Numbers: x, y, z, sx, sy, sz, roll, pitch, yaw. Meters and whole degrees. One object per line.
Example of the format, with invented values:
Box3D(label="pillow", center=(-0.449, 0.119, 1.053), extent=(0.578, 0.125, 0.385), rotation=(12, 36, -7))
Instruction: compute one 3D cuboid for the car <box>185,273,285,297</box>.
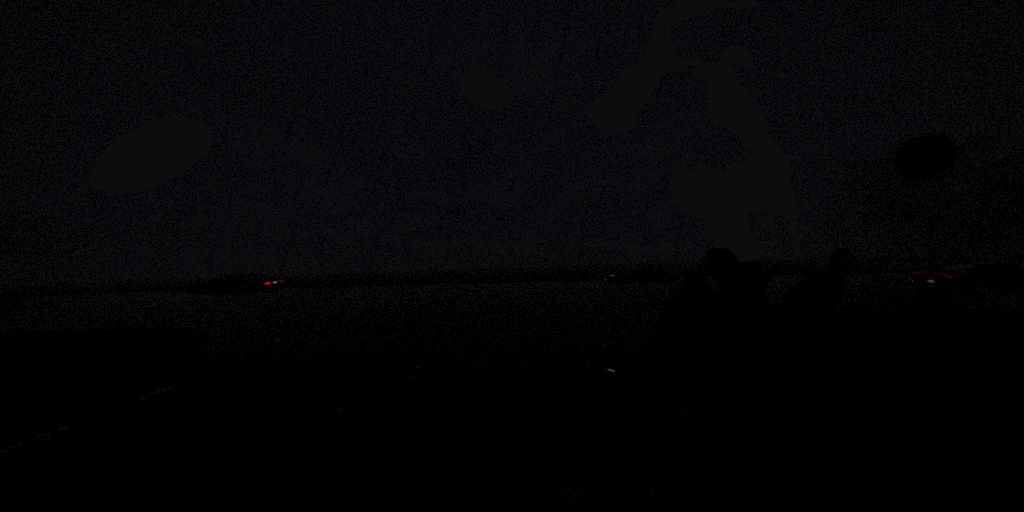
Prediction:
Box3D(label="car", center=(-17.868, 1.828, 23.280), extent=(5.357, 1.411, 2.033), rotation=(-2, 1, 0))

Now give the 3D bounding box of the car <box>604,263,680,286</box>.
Box3D(label="car", center=(8.365, 1.179, 23.225), extent=(4.674, 1.442, 1.812), rotation=(-1, 1, 0))

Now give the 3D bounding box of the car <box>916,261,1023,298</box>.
Box3D(label="car", center=(21.428, 0.968, 16.193), extent=(5.008, 1.535, 1.882), rotation=(-1, 1, 0))
